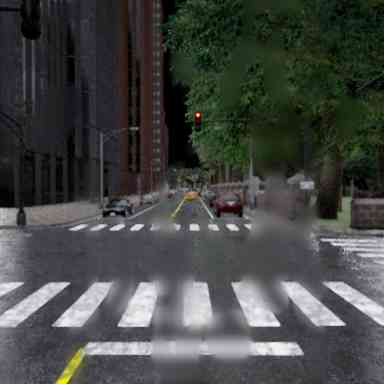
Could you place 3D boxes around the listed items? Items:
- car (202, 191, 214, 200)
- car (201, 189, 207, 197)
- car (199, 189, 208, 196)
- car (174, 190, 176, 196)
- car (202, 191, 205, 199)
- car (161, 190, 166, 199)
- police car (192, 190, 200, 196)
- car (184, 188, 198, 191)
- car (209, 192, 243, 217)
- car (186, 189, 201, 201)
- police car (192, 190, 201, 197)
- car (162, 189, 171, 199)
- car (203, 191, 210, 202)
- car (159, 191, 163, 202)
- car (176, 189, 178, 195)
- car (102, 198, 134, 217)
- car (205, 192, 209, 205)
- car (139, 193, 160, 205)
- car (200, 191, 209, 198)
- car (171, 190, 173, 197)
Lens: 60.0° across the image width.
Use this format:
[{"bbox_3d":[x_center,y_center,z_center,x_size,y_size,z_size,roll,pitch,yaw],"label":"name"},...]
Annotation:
[{"bbox_3d":[2.833,0.609,58.944,1.967,1.590,4.097,0,1,0],"label":"car"},{"bbox_3d":[2.826,0.684,53.488,1.967,1.590,4.097,0,1,0],"label":"car"},{"bbox_3d":[2.865,0.116,86.223,2.192,1.841,5.009,0,1,0],"label":"car"},{"bbox_3d":[-5.667,0.419,80.776,1.887,1.381,4.507,0,1,0],"label":"car"},{"bbox_3d":[2.819,0.869,48.034,2.008,1.369,4.403,0,1,0],"label":"car"},{"bbox_3d":[-5.699,0.827,53.494,1.802,1.307,4.206,0,1,0],"label":"car"},{"bbox_3d":[0.985,0.217,86.971,1.930,1.638,5.238,0,1,0],"label":"police car"},{"bbox_3d":[0.079,0.286,66.356,2.150,2.045,5.566,0,1,0],"label":"car"},{"bbox_3d":[2.793,0.934,26.207,2.192,1.841,5.009,0,1,0],"label":"car"},{"bbox_3d":[0.117,0.684,56.235,1.882,1.535,5.008,0,1,0],"label":"car"},{"bbox_3d":[0.992,0.350,76.971,1.930,1.638,5.238,0,1,0],"label":"police car"},{"bbox_3d":[-5.686,0.677,64.407,1.802,1.307,4.206,0,1,0],"label":"car"},{"bbox_3d":[2.813,0.944,42.577,2.008,1.369,4.403,0,1,0],"label":"car"},{"bbox_3d":[-5.706,0.902,48.037,1.802,1.307,4.206,0,1,0],"label":"car"},{"bbox_3d":[-5.654,0.170,91.688,1.967,1.590,4.097,0,1,0],"label":"car"},{"bbox_3d":[-5.732,1.186,26.211,1.947,1.339,4.313,0,1,0],"label":"car"},{"bbox_3d":[2.806,1.034,37.122,1.947,1.339,4.313,0,1,0],"label":"car"},{"bbox_3d":[-5.712,0.945,42.580,2.008,1.369,4.403,0,1,0],"label":"car"},{"bbox_3d":[2.852,0.469,75.483,1.752,1.417,4.829,0,1,0],"label":"car"},{"bbox_3d":[-5.680,0.336,69.860,2.192,1.841,5.009,0,1,0],"label":"car"}]
